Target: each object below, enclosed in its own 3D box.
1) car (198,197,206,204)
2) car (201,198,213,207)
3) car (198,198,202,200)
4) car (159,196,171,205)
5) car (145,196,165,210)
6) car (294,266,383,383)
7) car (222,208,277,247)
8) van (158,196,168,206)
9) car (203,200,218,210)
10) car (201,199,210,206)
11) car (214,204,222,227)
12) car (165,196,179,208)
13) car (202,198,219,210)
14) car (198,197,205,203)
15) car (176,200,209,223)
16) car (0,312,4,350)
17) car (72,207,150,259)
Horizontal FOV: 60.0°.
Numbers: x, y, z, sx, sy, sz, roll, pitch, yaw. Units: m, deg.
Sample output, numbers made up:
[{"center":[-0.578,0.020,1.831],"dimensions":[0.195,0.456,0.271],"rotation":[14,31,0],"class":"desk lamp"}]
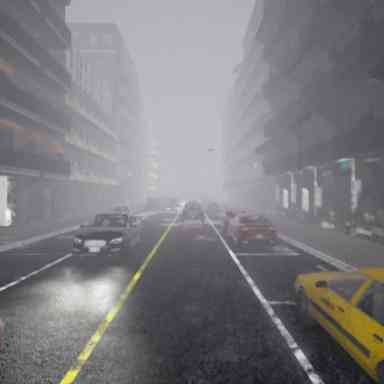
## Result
[{"center":[2.334,2.043,79.376],"dimensions":[1.882,1.535,5.008],"rotation":[0,-1,0],"class":"car"},{"center":[2.670,1.850,60.767],"dimensions":[1.967,1.590,4.097],"rotation":[0,0,0],"class":"car"},{"center":[0.076,1.840,47.035],"dimensions":[1.812,1.442,4.674],"rotation":[0,0,0],"class":"car"},{"center":[-5.716,1.820,72.109],"dimensions":[2.192,1.841,5.009],"rotation":[0,0,0],"class":"car"},{"center":[-5.706,1.649,49.463],"dimensions":[2.192,1.841,5.009],"rotation":[0,0,0],"class":"car"},{"center":[2.691,1.550,4.319],"dimensions":[1.752,1.417,4.829],"rotation":[0,0,0],"class":"car"},{"center":[2.686,1.640,15.471],"dimensions":[1.887,1.381,4.507],"rotation":[0,0,0],"class":"car"},{"center":[-5.712,1.798,66.449],"dimensions":[1.690,1.788,3.998],"rotation":[0,0,0],"class":"van"},{"center":[2.675,1.881,49.444],"dimensions":[2.008,1.369,4.403],"rotation":[0,0,0],"class":"car"},{"center":[2.668,2.035,66.429],"dimensions":[1.802,1.307,4.206],"rotation":[0,0,0],"class":"car"},{"center":[2.685,1.679,21.132],"dimensions":[1.887,1.381,4.507],"rotation":[0,0,0],"class":"car"},{"center":[-3.072,1.732,56.329],"dimensions":[2.097,1.767,4.553],"rotation":[0,0,1],"class":"car"},{"center":[2.677,1.841,43.781],"dimensions":[2.008,1.369,4.403],"rotation":[0,0,0],"class":"car"},{"center":[2.657,2.250,94.735],"dimensions":[1.887,1.381,4.507],"rotation":[0,-1,0],"class":"car"},{"center":[0.069,1.673,27.715],"dimensions":[2.128,1.511,4.902],"rotation":[0,0,0],"class":"car"},{"center":[-3.100,1.540,2.110],"dimensions":[1.812,1.442,4.674],"rotation":[0,0,0],"class":"car"},{"center":[-3.094,1.573,12.992],"dimensions":[2.128,1.511,4.902],"rotation":[0,0,0],"class":"car"}]
